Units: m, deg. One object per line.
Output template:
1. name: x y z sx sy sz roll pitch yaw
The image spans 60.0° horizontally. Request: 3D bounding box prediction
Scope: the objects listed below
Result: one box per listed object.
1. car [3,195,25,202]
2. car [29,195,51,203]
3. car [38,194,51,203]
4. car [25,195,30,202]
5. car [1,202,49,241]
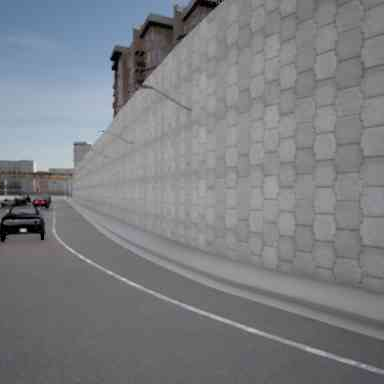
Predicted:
1. car: -23.931 1.460 44.245 2.128 1.511 4.902 1 0 -22
2. car: -20.538 1.510 45.171 1.837 1.490 4.892 1 0 -22
3. car: -28.469 1.202 64.365 2.097 1.767 4.553 1 0 -22
4. car: -27.929 1.450 53.834 1.882 1.535 5.008 1 0 -22
5. car: -8.563 1.488 16.960 2.128 1.511 4.902 1 0 -26
